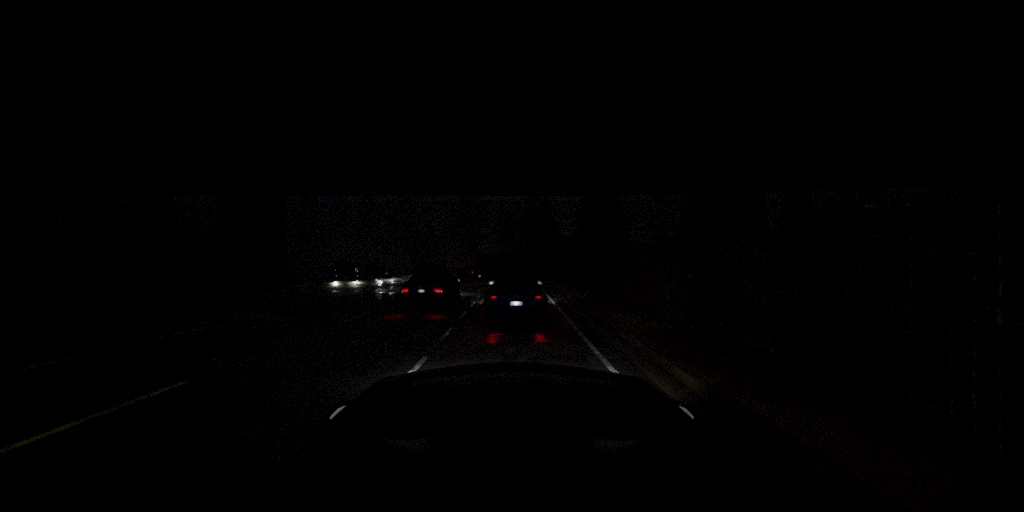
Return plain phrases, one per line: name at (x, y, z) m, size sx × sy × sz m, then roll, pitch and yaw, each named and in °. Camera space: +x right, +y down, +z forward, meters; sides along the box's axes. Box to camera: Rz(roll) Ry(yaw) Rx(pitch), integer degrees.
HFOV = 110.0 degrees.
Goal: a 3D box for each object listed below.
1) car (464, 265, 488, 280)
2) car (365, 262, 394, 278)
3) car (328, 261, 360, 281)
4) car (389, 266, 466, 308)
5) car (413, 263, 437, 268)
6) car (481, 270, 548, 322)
car at (-3.743, 1.472, 33.375) m, size 1.895 × 1.301 × 4.718 m, roll 0°, pitch 0°, yaw -24°
car at (-13.059, 1.369, 35.285) m, size 2.128 × 1.511 × 4.902 m, roll 0°, pitch 0°, yaw -36°
car at (-14.859, 1.216, 31.617) m, size 2.097 × 1.767 × 4.553 m, roll 0°, pitch 0°, yaw -33°
car at (-3.402, 1.351, 15.652) m, size 2.033 × 1.411 × 5.357 m, roll 0°, pitch 0°, yaw -2°
car at (-8.284, 1.379, 34.497) m, size 1.837 × 1.490 × 4.892 m, roll 1°, pitch -1°, yaw -28°
car at (0.126, 1.356, 12.443) m, size 1.994 × 1.385 × 4.181 m, roll 0°, pitch 0°, yaw 0°
